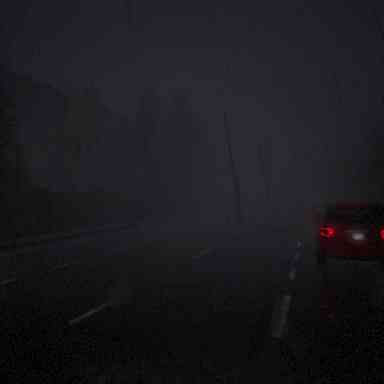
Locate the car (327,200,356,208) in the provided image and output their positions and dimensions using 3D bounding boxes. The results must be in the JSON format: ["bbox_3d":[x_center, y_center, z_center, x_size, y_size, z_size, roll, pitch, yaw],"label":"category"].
[{"bbox_3d":[27.998,2.188,62.326,5.357,1.411,2.033,0,-1,-25],"label":"car"}]

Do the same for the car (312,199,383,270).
[{"bbox_3d":[5.547,1.348,11.823,2.150,2.045,5.566,0,0,20],"label":"car"}]

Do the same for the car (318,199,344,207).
[{"bbox_3d":[27.517,2.210,65.887,4.902,1.511,2.128,0,-1,-25],"label":"car"}]

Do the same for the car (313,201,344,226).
[{"bbox_3d":[10.862,1.631,26.778,2.097,1.767,4.553,0,-1,20],"label":"car"}]
